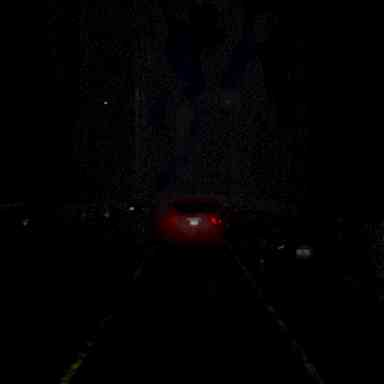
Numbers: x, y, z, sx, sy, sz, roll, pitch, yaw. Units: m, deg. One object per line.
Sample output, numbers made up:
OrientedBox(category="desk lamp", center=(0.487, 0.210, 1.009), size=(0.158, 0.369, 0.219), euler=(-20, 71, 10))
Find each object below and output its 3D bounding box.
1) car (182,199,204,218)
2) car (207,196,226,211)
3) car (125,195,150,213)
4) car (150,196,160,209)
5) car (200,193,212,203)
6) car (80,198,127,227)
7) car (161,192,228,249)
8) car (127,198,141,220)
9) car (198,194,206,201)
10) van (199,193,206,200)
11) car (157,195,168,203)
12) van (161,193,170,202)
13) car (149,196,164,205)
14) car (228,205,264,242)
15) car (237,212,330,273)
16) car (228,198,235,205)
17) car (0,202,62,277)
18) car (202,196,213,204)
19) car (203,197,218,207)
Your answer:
OrientedBox(category="car", center=(0.080, 1.413, 30.520), size=(1.837, 1.490, 4.892), euler=(0, 0, 0))
OrientedBox(category="car", center=(2.755, 1.326, 38.383), size=(1.967, 1.590, 4.097), euler=(0, 0, 0))
OrientedBox(category="car", center=(-5.769, 1.217, 32.757), size=(2.192, 1.841, 5.009), euler=(0, 0, 0))
OrientedBox(category="car", center=(-5.772, 1.437, 43.977), size=(1.947, 1.339, 4.313), euler=(0, 0, 0))
OrientedBox(category="car", center=(2.748, 1.134, 66.428), size=(2.192, 1.841, 5.009), euler=(0, 0, 0))
OrientedBox(category="car", center=(-5.766, 1.374, 21.539), size=(1.967, 1.590, 4.097), euler=(0, 0, 0))
OrientedBox(category="car", center=(0.084, 1.175, 14.334), size=(2.150, 2.045, 5.566), euler=(0, 0, 0))
OrientedBox(category="car", center=(-5.768, 1.468, 27.149), size=(2.008, 1.369, 4.403), euler=(0, 0, 0))
OrientedBox(category="car", center=(2.333, 1.250, 78.398), size=(1.801, 1.575, 5.366), euler=(0, 0, 0))
OrientedBox(category="van", center=(2.743, 1.113, 88.865), size=(1.690, 1.788, 3.998), euler=(0, 0, 0))
OrientedBox(category="car", center=(-5.777, 1.344, 66.244), size=(1.752, 1.417, 4.829), euler=(0, 0, 0))
OrientedBox(category="van", center=(-5.778, 1.148, 72.023), size=(1.690, 1.788, 3.998), euler=(0, 0, 0))
OrientedBox(category="car", center=(-5.774, 1.394, 55.196), size=(2.008, 1.369, 4.403), euler=(0, 0, 0))
OrientedBox(category="car", center=(2.760, 1.516, 15.947), size=(1.947, 1.339, 4.313), euler=(0, 0, 0))
OrientedBox(category="car", center=(2.761, 1.533, 10.338), size=(1.947, 1.339, 4.313), euler=(0, 0, 0))
OrientedBox(category="car", center=(2.757, 1.462, 27.166), size=(1.887, 1.381, 4.507), euler=(0, 0, 0))
OrientedBox(category="car", center=(-5.764, 1.282, 10.319), size=(2.192, 1.841, 5.009), euler=(0, 0, 0))
OrientedBox(category="car", center=(2.749, 1.413, 60.820), size=(1.802, 1.307, 4.206), euler=(0, 0, 0))
OrientedBox(category="car", center=(2.752, 1.423, 49.601), size=(1.947, 1.339, 4.313), euler=(0, 0, 0))
